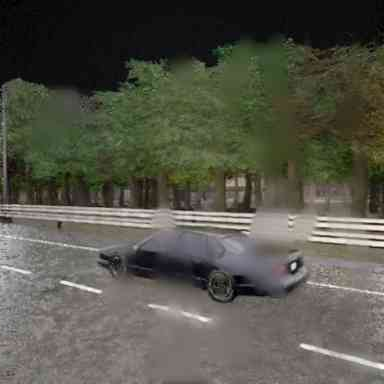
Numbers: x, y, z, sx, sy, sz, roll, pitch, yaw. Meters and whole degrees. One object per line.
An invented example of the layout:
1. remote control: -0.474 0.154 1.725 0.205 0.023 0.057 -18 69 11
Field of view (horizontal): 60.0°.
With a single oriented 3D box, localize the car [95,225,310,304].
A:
1. car: -0.001 1.551 8.170 5.357 1.411 2.033 0 0 36
